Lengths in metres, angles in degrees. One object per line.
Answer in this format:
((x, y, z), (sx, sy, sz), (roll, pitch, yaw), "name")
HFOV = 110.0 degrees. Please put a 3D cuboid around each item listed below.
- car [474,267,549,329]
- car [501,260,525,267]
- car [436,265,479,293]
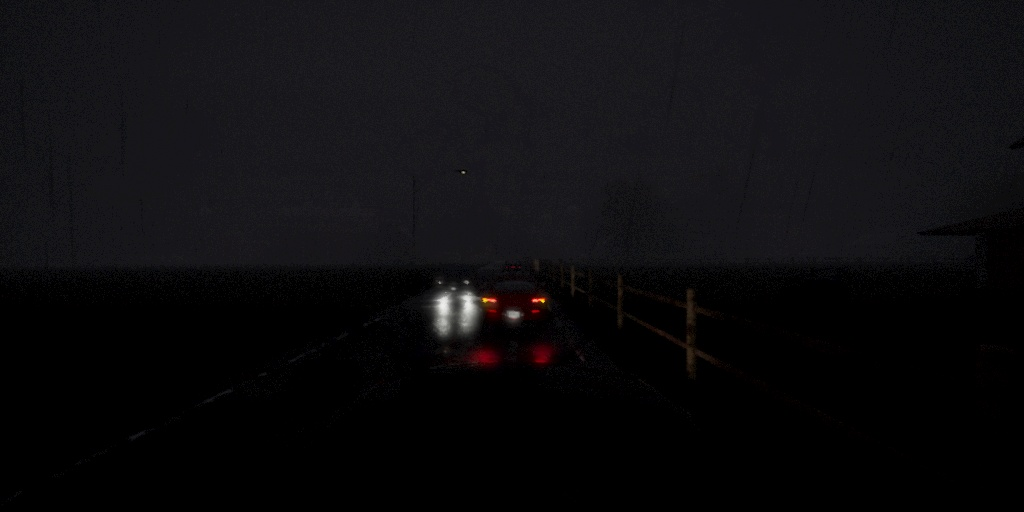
((0.068, 1.224, 10.879), (1.812, 1.442, 4.674), (0, 0, 0), "car")
((0.085, 1.094, 30.199), (2.128, 1.511, 4.902), (0, 0, 0), "car")
((-2.853, 1.195, 20.094), (2.033, 1.411, 5.357), (0, 0, 0), "car")
